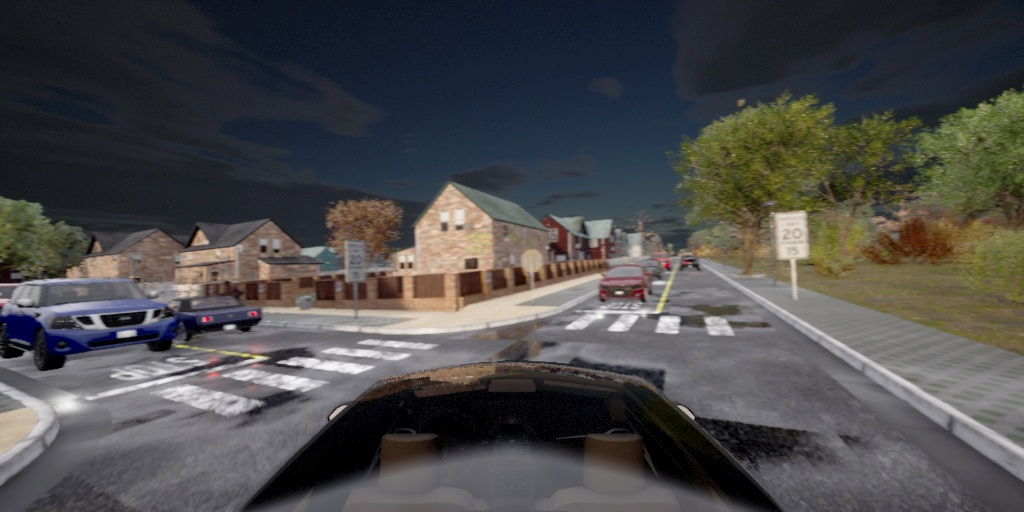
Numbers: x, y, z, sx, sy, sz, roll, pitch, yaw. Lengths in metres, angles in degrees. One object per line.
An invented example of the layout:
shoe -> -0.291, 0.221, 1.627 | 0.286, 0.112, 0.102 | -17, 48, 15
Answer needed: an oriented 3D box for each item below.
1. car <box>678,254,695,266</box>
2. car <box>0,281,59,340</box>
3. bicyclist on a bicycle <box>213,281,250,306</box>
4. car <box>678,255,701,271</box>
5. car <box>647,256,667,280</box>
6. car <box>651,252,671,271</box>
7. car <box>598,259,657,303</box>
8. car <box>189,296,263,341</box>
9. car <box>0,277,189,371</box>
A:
car -> 25.625, 0.589, 52.667 | 2.128, 1.511, 4.902 | -3, -1, 25
car -> -20.679, 2.114, 14.348 | 5.566, 2.045, 2.150 | -3, -2, 27
bicyclist on a bicycle -> -13.510, 2.009, 17.247 | 0.582, 1.620, 1.656 | -3, -2, 27
car -> 18.606, 0.749, 37.620 | 1.837, 1.490, 4.892 | -3, -1, 25
car -> 10.506, 1.016, 27.399 | 1.837, 1.490, 4.892 | -3, -1, 25
car -> 16.422, 0.597, 39.869 | 2.150, 2.045, 5.566 | -3, -1, 26
car -> 5.219, 1.122, 16.239 | 1.882, 1.535, 5.008 | -3, 0, 25
car -> -10.733, 2.038, 12.300 | 4.718, 1.301, 1.895 | -3, -2, 30
car -> -11.405, 1.596, 9.587 | 5.566, 2.045, 2.150 | -3, -2, 27
